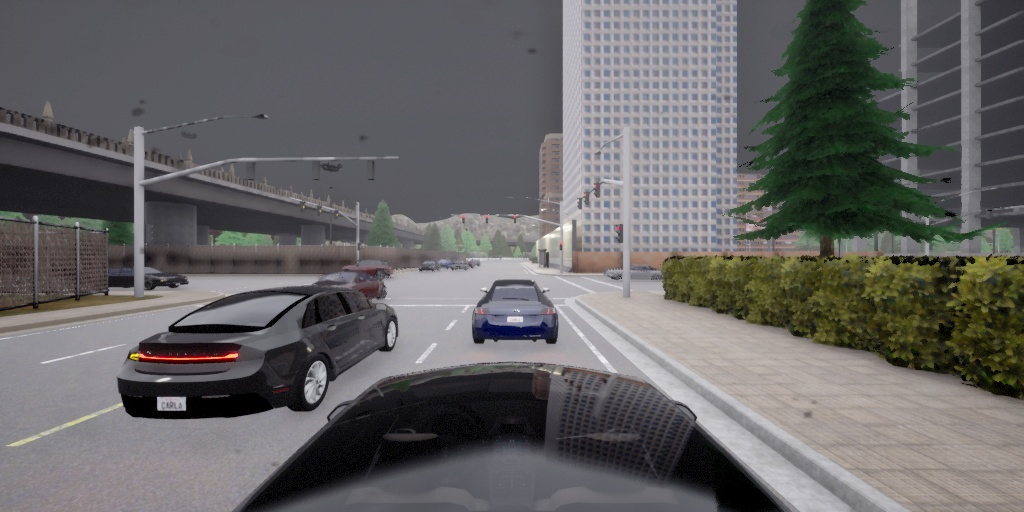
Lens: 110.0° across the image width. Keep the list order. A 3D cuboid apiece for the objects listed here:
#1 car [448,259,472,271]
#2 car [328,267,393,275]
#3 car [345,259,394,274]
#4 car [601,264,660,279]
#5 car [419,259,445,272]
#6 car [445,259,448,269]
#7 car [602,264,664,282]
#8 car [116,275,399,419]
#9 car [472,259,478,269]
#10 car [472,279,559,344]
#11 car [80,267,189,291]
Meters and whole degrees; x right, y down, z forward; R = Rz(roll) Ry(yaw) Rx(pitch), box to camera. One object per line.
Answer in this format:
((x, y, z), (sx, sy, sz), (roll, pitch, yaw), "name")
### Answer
((-7.085, 1.314, 49.232), (1.994, 1.385, 4.181), (0, 0, 0), "car")
((-6.943, 1.318, 15.013), (1.994, 1.385, 4.181), (0, 0, 5), "car")
((-13.290, 1.122, 32.847), (4.553, 1.767, 2.097), (0, 0, 0), "car")
((10.797, 1.406, 32.912), (4.718, 1.301, 1.895), (0, 0, 0), "car")
((-10.593, 1.297, 46.480), (2.033, 1.411, 5.357), (0, 0, 0), "car")
((-10.588, 1.227, 55.930), (1.882, 1.535, 5.008), (0, 0, 0), "car")
((10.132, 1.406, 29.399), (4.718, 1.301, 1.895), (0, 0, 0), "car")
((-3.440, 1.255, 6.068), (1.837, 1.490, 4.892), (0, 0, 0), "car")
((-7.083, 1.351, 57.986), (1.895, 1.301, 4.718), (0, 0, 0), "car")
((0.079, 1.314, 9.611), (1.994, 1.385, 4.181), (0, 0, 0), "car")
((-23.281, 1.353, 22.127), (5.357, 1.411, 2.033), (0, 0, 0), "car")
